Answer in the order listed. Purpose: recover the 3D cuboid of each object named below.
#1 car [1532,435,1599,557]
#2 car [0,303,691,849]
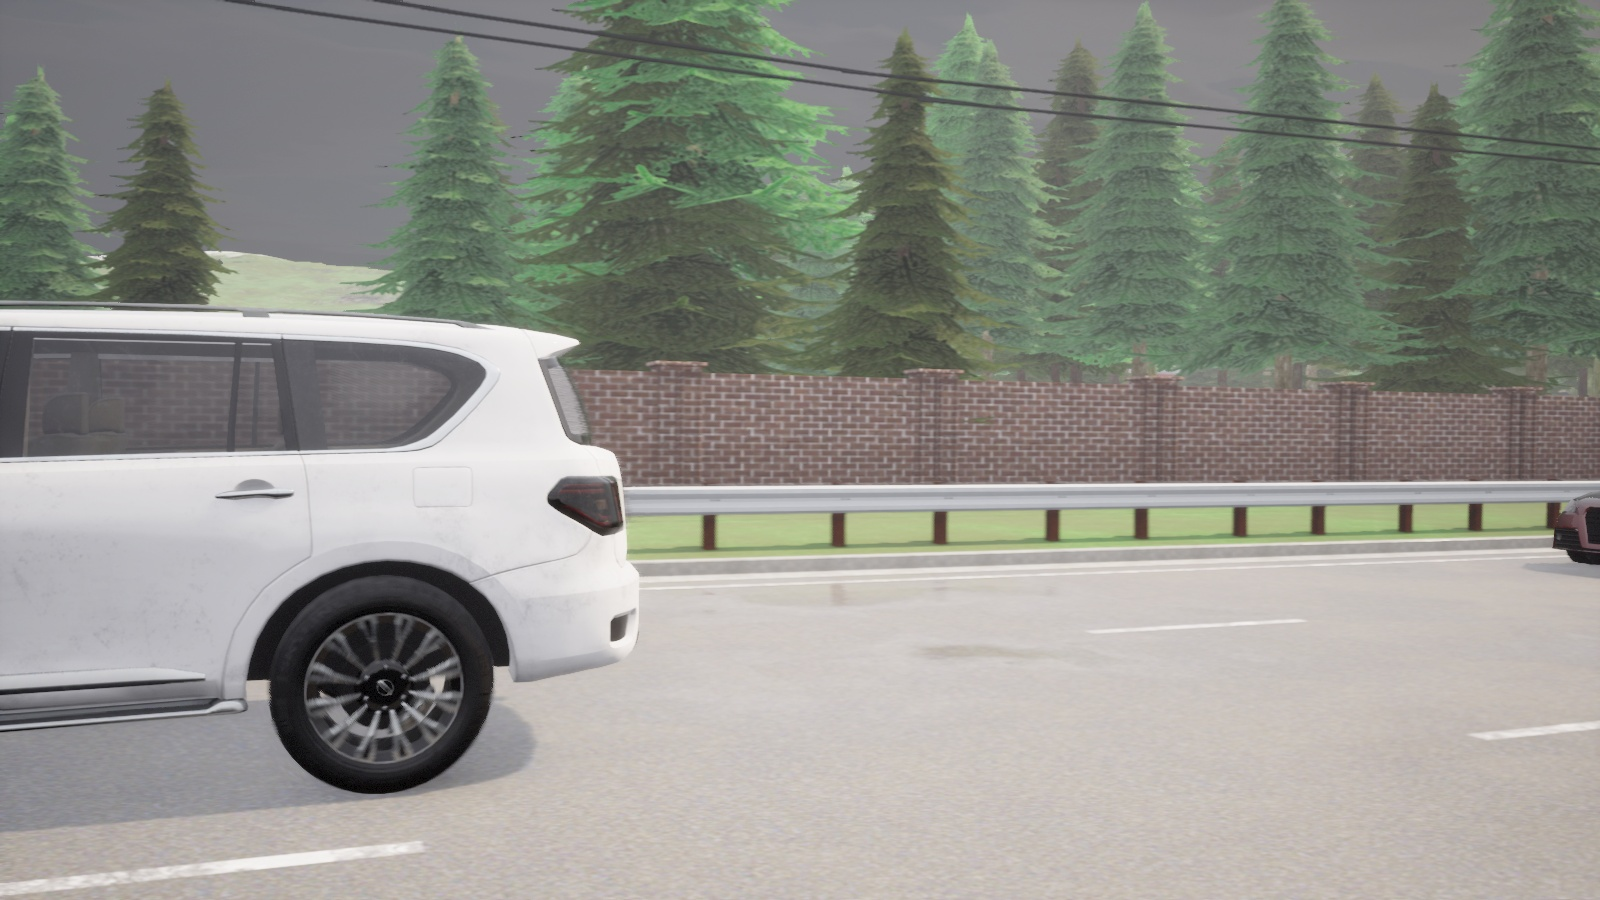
[{"bbox_3d":[11.145,0.498,14.959,4.181,1.385,1.994,-1,1,-21],"label":"car"},{"bbox_3d":[-3.483,0.463,5.657,5.566,2.045,2.150,-1,1,-21],"label":"car"}]
